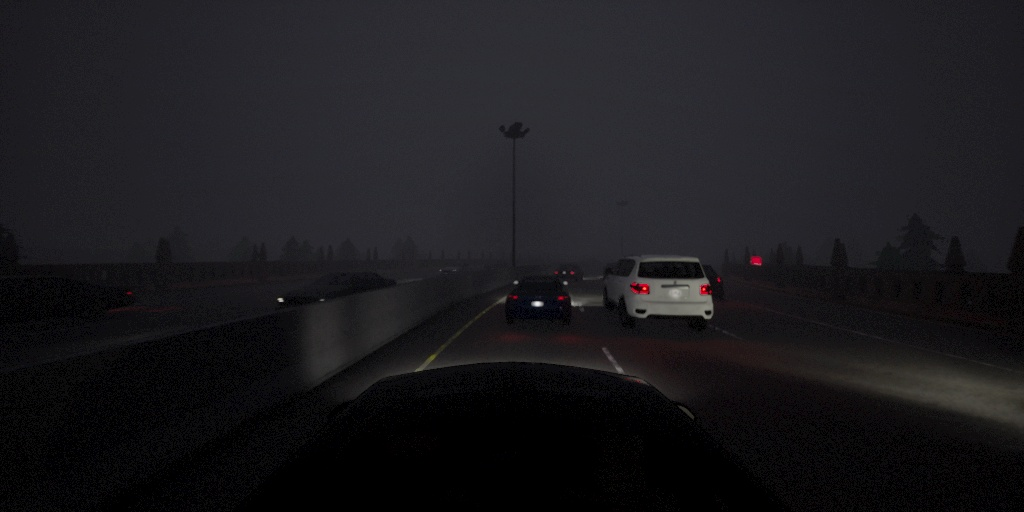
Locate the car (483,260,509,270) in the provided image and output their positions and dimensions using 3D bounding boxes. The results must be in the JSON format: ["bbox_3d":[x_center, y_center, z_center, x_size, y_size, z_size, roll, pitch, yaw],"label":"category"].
[{"bbox_3d":[-2.179,1.232,49.580,1.882,1.535,5.008,0,0,28],"label":"car"}]

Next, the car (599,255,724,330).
[{"bbox_3d":[4.331,0.993,11.477,2.150,2.045,5.566,0,0,7],"label":"car"}]

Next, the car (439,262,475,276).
[{"bbox_3d":[-5.054,1.263,33.671,1.812,1.442,4.674,0,0,19],"label":"car"}]

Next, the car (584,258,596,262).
[{"bbox_3d":[11.631,1.417,59.008,1.895,1.301,4.718,0,0,35],"label":"car"}]

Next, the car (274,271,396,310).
[{"bbox_3d":[-6.188,1.274,13.565,2.033,1.411,5.357,0,0,7],"label":"car"}]

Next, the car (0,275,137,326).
[{"bbox_3d":[-13.634,1.240,9.561,2.033,1.411,5.357,0,0,5],"label":"car"}]

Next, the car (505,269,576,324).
[{"bbox_3d":[0.943,1.321,12.073,1.994,1.385,4.181,0,0,6],"label":"car"}]

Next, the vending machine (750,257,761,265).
[{"bbox_3d":[20.944,1.045,30.993,1.100,2.100,0.880,0,0,23],"label":"vending machine"}]

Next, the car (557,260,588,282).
[{"bbox_3d":[4.744,1.326,29.555,2.033,1.411,5.357,0,0,18],"label":"car"}]

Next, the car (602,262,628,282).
[{"bbox_3d":[8.893,1.302,30.699,1.837,1.490,4.892,0,0,19],"label":"car"}]
